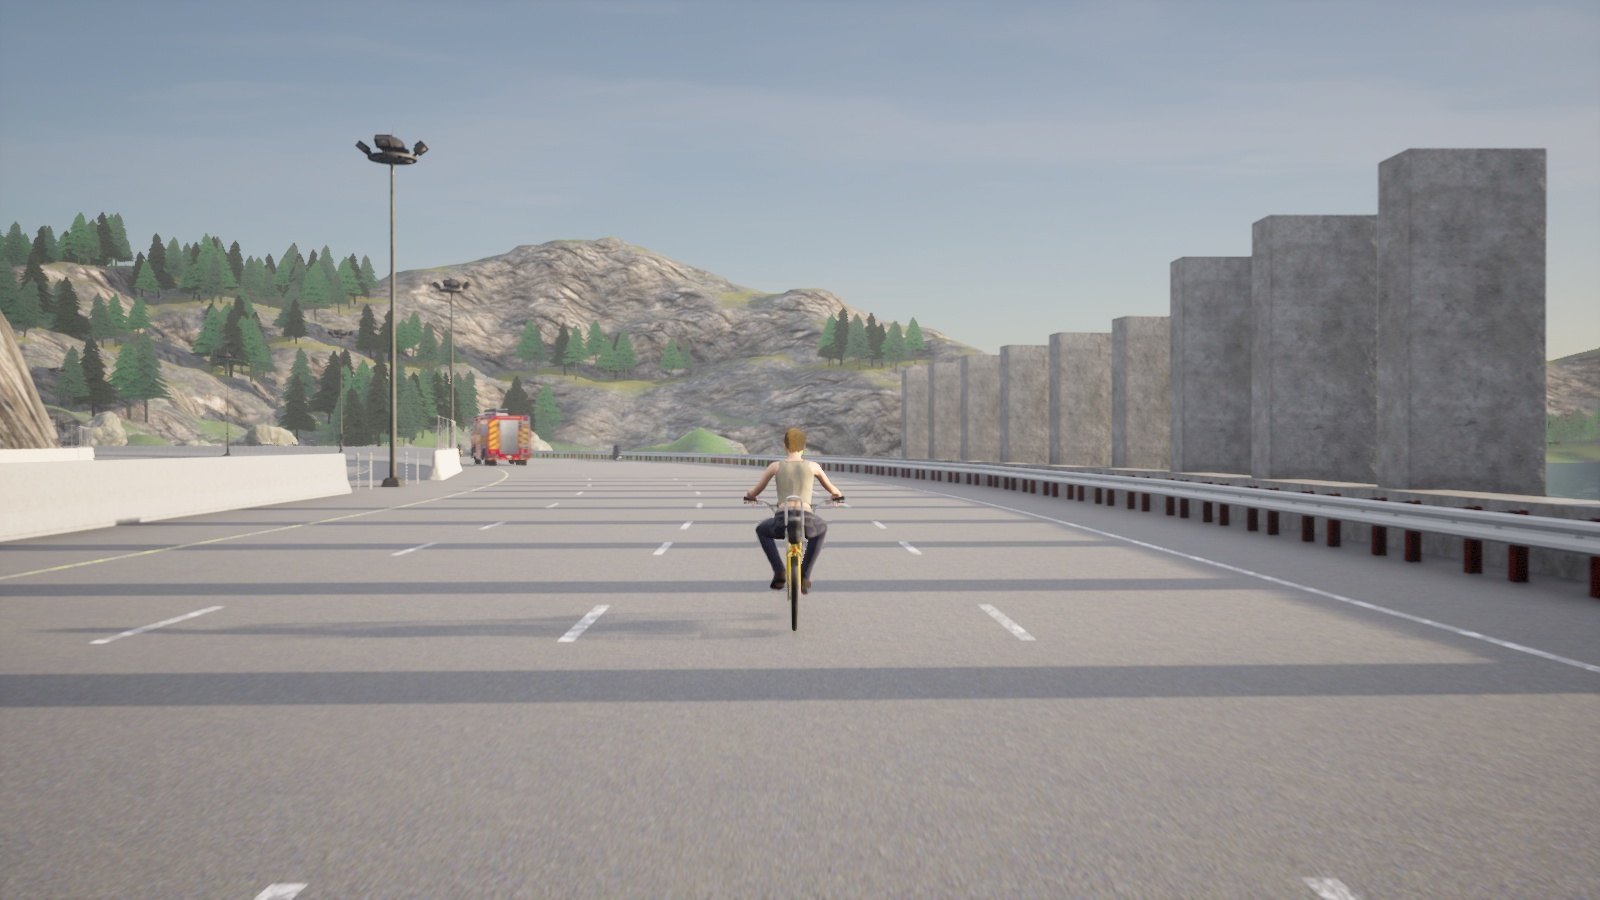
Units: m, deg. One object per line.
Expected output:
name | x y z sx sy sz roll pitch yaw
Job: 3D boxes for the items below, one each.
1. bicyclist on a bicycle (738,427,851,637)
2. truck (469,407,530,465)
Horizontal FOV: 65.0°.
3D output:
bicyclist on a bicycle | -0.050 0.624 10.381 0.866 1.612 1.509 0 0 -1
truck | -20.977 -0.929 87.345 2.891 3.827 8.468 0 0 -22
